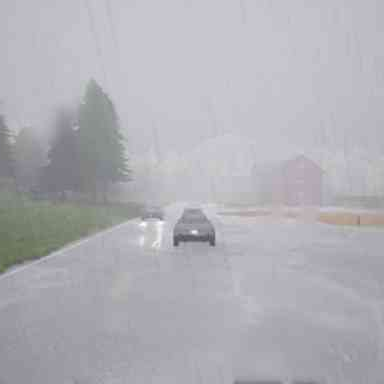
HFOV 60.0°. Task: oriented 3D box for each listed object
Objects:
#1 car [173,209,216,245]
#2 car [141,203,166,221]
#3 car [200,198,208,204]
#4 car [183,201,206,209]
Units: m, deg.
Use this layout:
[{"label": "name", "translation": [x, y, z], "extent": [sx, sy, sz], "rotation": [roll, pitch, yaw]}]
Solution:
[{"label": "car", "translation": [0.104, 1.743, 16.592], "extent": [1.994, 1.385, 4.181], "rotation": [0, -1, 0]}, {"label": "car", "translation": [-3.525, 1.842, 31.082], "extent": [1.837, 1.490, 4.892], "rotation": [0, -1, 1]}, {"label": "car", "translation": [2.985, 2.370, 85.303], "extent": [1.816, 1.474, 4.193], "rotation": [-6, 0, -2]}, {"label": "car", "translation": [0.091, 1.866, 31.673], "extent": [1.812, 1.442, 4.674], "rotation": [0, -1, 0]}]
